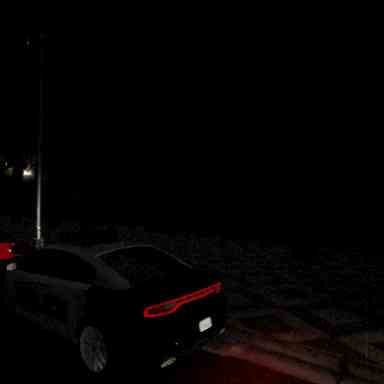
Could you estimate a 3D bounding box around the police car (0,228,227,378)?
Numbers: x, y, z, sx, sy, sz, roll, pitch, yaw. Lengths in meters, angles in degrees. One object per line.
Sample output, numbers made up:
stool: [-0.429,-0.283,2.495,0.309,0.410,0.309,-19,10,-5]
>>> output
police car: [-1.901,1.486,5.791,5.238,1.638,1.930,0,-1,37]
